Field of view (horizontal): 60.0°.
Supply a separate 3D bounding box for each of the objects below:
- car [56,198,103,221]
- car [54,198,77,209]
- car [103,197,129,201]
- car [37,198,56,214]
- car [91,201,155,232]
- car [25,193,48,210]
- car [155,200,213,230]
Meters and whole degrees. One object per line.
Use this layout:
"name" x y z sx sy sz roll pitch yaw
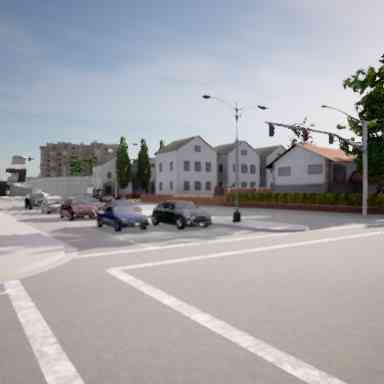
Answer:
"car" -9.336 1.324 27.403 2.097 1.767 4.553 0 0 -34
"car" -17.018 1.524 44.715 1.994 1.385 4.181 0 0 -35
"car" -5.957 1.435 28.675 1.882 1.535 5.008 0 0 -35
"car" -14.438 1.574 34.797 1.895 1.301 4.718 0 0 -34
"car" -4.341 1.496 20.206 1.812 1.442 4.674 0 0 -35
"car" -20.195 1.196 43.158 2.150 2.045 5.566 0 0 -34
"car" -0.707 1.308 21.099 2.097 1.767 4.553 0 0 -35
